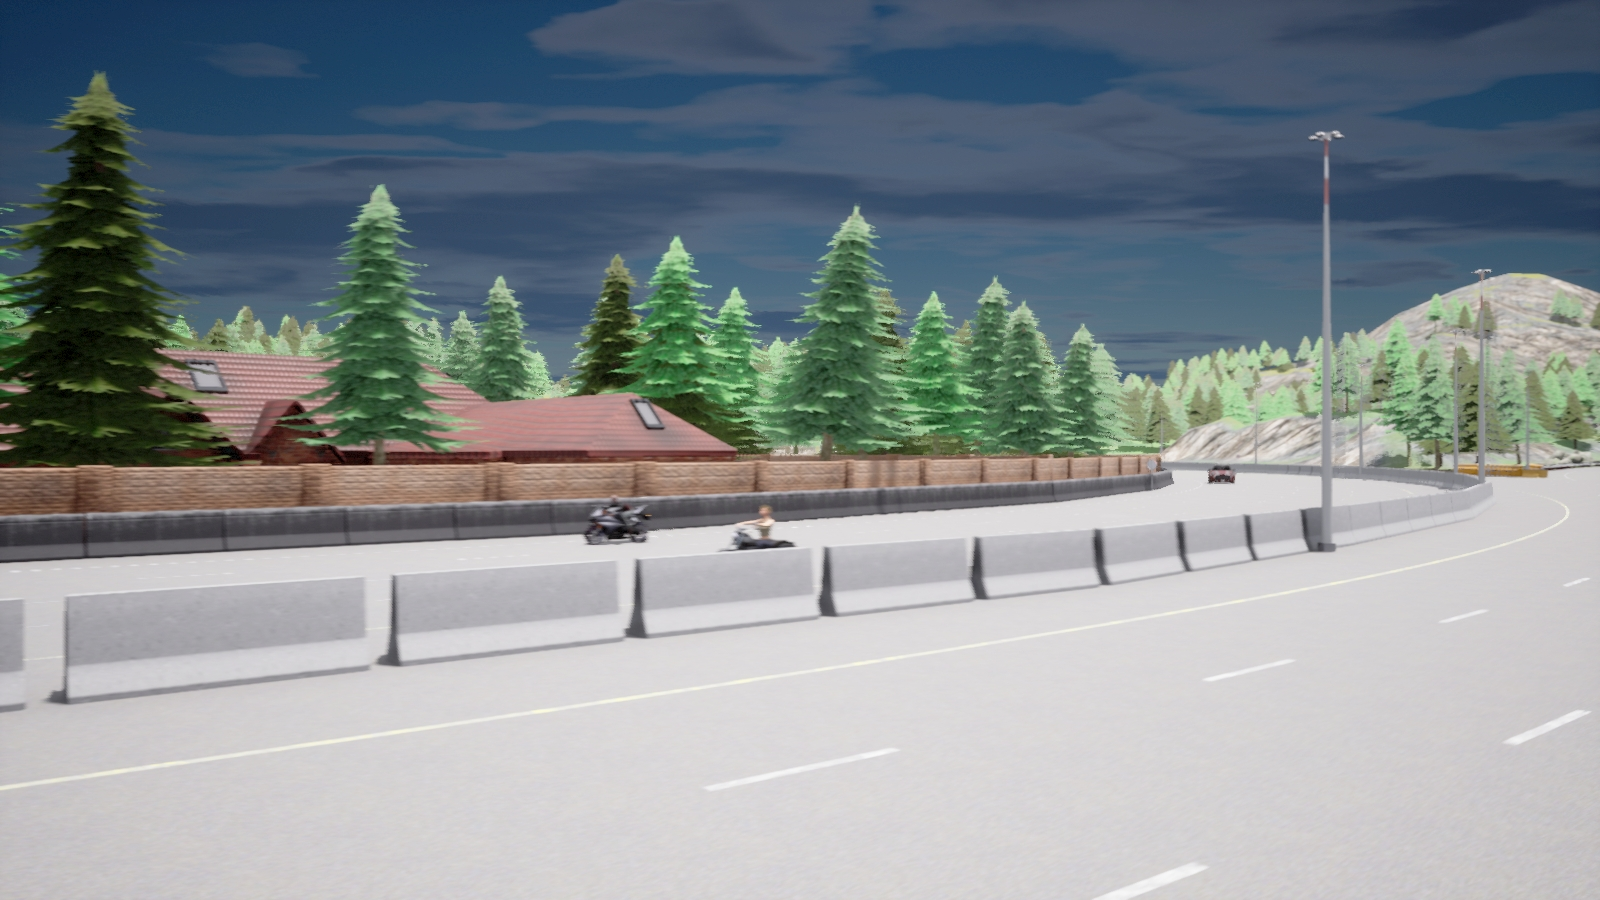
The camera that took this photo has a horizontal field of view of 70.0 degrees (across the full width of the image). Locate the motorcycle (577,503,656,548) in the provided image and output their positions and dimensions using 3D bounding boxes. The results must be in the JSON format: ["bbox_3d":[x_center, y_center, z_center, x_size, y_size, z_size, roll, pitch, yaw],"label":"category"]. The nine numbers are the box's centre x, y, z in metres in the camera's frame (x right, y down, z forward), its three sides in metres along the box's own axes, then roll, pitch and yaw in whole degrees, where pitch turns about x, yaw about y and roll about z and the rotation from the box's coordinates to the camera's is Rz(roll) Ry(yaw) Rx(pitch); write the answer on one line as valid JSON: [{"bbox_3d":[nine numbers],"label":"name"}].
[{"bbox_3d":[-5.560,2.260,34.720,2.209,1.251,0.867,0,-1,-41],"label":"motorcycle"}]

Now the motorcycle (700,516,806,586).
[{"bbox_3d":[-1.008,2.183,25.070,2.356,1.325,0.764,0,0,-40],"label":"motorcycle"}]
